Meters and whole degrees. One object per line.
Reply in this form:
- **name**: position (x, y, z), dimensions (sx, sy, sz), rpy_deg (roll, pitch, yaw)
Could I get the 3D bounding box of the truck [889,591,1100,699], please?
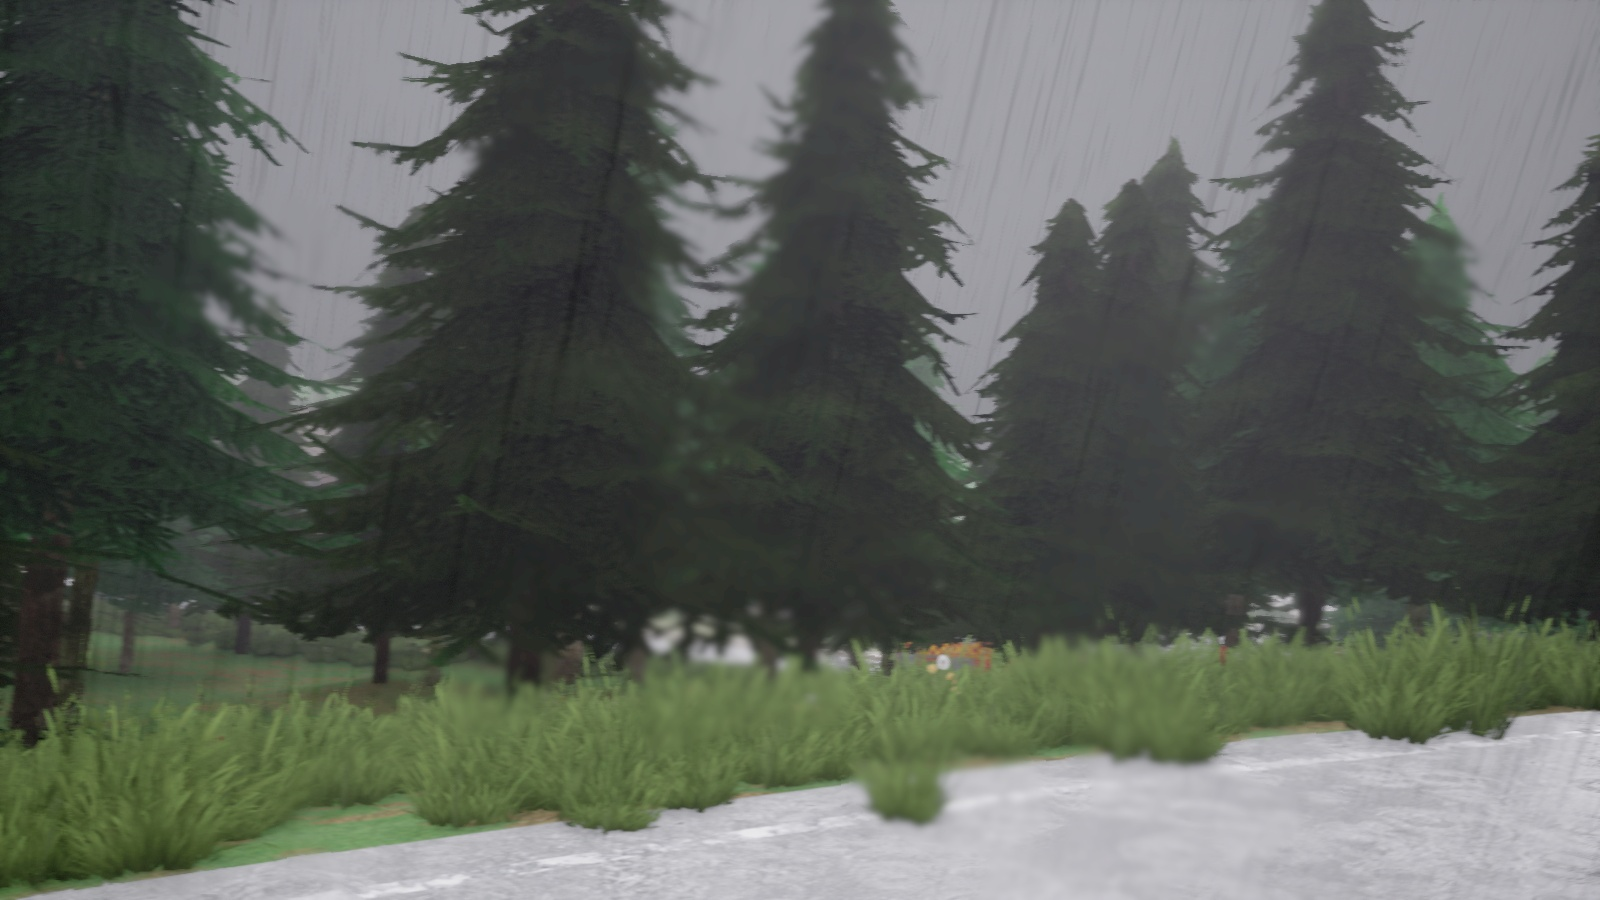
- **truck**: position (8.385, 8.433, 54.742), dimensions (8.468, 3.827, 2.891), rpy_deg (4, -2, -2)
